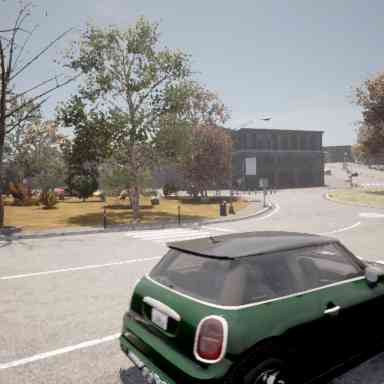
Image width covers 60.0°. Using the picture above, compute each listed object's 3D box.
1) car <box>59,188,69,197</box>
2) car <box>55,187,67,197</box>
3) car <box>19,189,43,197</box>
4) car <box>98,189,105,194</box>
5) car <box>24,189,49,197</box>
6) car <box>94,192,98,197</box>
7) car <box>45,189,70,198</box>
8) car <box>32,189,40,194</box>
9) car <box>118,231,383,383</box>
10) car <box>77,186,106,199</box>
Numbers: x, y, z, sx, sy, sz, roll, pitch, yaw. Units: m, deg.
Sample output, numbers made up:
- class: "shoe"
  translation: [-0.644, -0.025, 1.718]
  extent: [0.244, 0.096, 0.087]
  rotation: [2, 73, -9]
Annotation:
- class: "car"
  translation: [-23.874, 0.351, 67.296]
  extent: [2.163, 1.488, 4.792]
  rotation: [-1, 2, 17]
- class: "car"
  translation: [-26.237, 0.062, 69.101]
  extent: [2.435, 2.045, 5.566]
  rotation: [0, 2, 17]
- class: "car"
  translation: [-37.888, 0.151, 78.348]
  extent: [2.097, 1.535, 5.008]
  rotation: [0, 3, 19]
- class: "car"
  translation: [-14.385, 0.125, 60.128]
  extent: [2.185, 1.767, 4.553]
  rotation: [-2, 2, 16]
- class: "car"
  translation: [-35.633, 0.195, 76.308]
  extent: [1.946, 1.575, 5.366]
  rotation: [0, 3, 18]
- class: "car"
  translation: [-16.798, 0.287, 61.753]
  extent: [1.946, 1.575, 5.366]
  rotation: [-1, 2, 17]
- class: "car"
  translation: [-28.584, 0.294, 70.958]
  extent: [2.231, 1.521, 4.892]
  rotation: [-1, 2, 18]
- class: "car"
  translation: [-33.267, 0.102, 74.605]
  extent: [2.185, 1.767, 4.553]
  rotation: [0, 2, 18]
- class: "car"
  translation: [1.383, 1.346, 4.735]
  extent: [4.553, 1.767, 2.097]
  rotation: [0, 0, -36]
- class: "car"
  translation: [-19.138, 0.054, 63.744]
  extent: [2.435, 2.045, 5.566]
  rotation: [-2, 2, 17]
